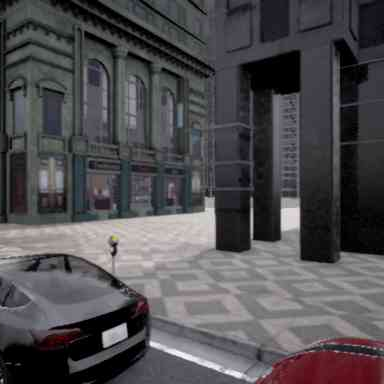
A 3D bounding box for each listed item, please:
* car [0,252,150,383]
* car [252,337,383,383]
[{"bbox_3d":[-2.513,1.557,4.754,4.313,1.339,1.947,0,0,35],"label":"car"},{"bbox_3d":[2.053,1.442,1.507,4.097,1.590,1.967,0,0,35],"label":"car"}]
